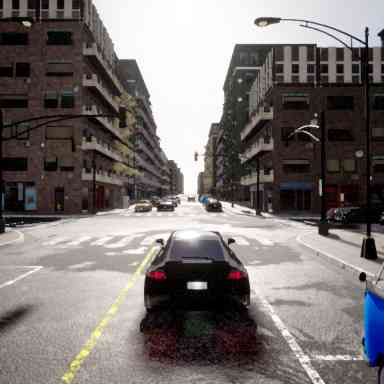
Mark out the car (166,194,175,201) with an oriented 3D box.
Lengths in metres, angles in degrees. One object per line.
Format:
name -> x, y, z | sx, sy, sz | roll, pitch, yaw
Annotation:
car -> -5.825, 1.484, 90.797 | 1.967, 1.590, 4.097 | 1, 0, 0

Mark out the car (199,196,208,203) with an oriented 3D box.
car -> 2.580, 1.615, 73.882 | 1.802, 1.307, 4.206 | 1, 0, 0

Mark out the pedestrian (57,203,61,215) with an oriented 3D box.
pedestrian -> -12.591, 1.599, 31.436 | 0.500, 1.100, 0.500 | 0, -1, 1

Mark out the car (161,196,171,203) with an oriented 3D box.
car -> -5.799, 1.578, 73.869 | 1.887, 1.381, 4.507 | 1, 0, 0

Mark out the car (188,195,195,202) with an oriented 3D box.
car -> -0.133, 1.562, 80.557 | 2.128, 1.511, 4.902 | 0, 0, 0

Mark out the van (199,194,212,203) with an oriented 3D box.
van -> 2.612, 1.365, 56.954 | 1.690, 1.788, 3.998 | 1, 0, 0

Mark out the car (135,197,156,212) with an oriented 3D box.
car -> -5.742, 1.541, 39.843 | 1.752, 1.417, 4.829 | 1, 0, 0

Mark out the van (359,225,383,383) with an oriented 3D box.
van -> 2.670, 1.342, 2.080 | 1.690, 1.788, 3.998 | 1, 0, 0

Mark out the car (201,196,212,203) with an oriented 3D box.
car -> 2.627, 1.569, 45.669 | 2.008, 1.369, 4.403 | 1, 0, 0

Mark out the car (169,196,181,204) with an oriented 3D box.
car -> -3.156, 1.504, 63.040 | 1.882, 1.535, 5.008 | 0, 0, 0

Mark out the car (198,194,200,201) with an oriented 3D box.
car -> 2.590, 1.555, 68.410 | 1.752, 1.417, 4.829 | 1, 0, 0

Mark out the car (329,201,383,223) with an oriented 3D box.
car -> 13.491, 1.474, 25.641 | 4.553, 1.767, 2.097 | 0, -1, 1

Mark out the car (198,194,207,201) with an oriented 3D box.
car -> 2.566, 1.355, 85.167 | 2.192, 1.841, 5.009 | 1, 0, 0

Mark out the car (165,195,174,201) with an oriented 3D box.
car -> -5.818, 1.591, 85.154 | 2.008, 1.369, 4.403 | 1, 0, 0

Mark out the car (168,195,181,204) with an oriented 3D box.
car -> -3.180, 1.498, 51.400 | 1.882, 1.535, 5.008 | 0, 0, 0

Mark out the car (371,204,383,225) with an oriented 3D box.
car -> 13.505, 1.583, 19.848 | 4.313, 1.339, 1.947 | 0, -1, 1

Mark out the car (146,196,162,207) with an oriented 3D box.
car -> -5.760, 1.461, 51.298 | 1.967, 1.590, 4.097 | 1, 0, 0

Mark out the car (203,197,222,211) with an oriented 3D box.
car -> 2.637, 1.581, 40.027 | 1.947, 1.339, 4.313 | 1, 0, 0

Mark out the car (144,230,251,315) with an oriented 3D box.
car -> 0.088, 1.566, 7.683 | 1.994, 1.385, 4.181 | 0, 0, 0

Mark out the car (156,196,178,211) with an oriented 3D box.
car -> -3.167, 1.580, 41.007 | 1.994, 1.385, 4.181 | 0, 0, 0

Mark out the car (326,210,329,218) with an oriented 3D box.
car -> 13.595, 1.609, 28.230 | 4.097, 1.590, 1.967 | 0, -1, 1
